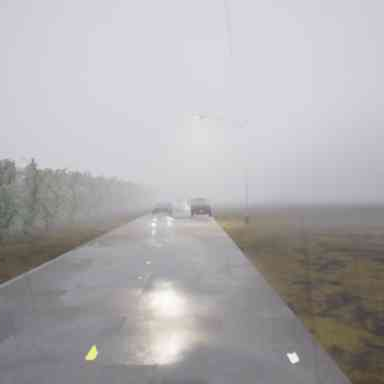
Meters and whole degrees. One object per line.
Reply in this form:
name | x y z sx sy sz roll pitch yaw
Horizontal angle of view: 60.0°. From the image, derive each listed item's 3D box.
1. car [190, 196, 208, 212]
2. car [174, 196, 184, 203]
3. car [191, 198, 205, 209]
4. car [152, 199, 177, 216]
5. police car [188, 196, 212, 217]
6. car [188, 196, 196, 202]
car | 0.820 1.432 41.345 2.097 1.767 4.553 0 0 0
car | -2.757 1.710 73.375 1.837 1.490 4.892 0 0 0
car | 0.820 1.615 47.374 1.837 1.490 4.892 0 0 0
car | -2.850 1.648 32.863 1.895 1.301 4.718 0 0 0
police car | 0.822 1.469 31.482 1.930 1.638 5.238 0 0 0
car | -0.009 1.753 86.442 1.994 1.385 4.181 0 0 0
